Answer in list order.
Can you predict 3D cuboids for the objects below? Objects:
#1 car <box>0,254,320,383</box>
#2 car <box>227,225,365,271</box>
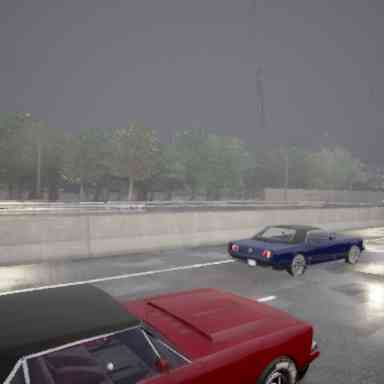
[{"bbox_3d":[-0.919,1.611,3.092,4.718,1.301,1.895,1,0,-36],"label":"car"},{"bbox_3d":[3.467,1.700,10.538,4.718,1.301,1.895,1,0,-36],"label":"car"}]
